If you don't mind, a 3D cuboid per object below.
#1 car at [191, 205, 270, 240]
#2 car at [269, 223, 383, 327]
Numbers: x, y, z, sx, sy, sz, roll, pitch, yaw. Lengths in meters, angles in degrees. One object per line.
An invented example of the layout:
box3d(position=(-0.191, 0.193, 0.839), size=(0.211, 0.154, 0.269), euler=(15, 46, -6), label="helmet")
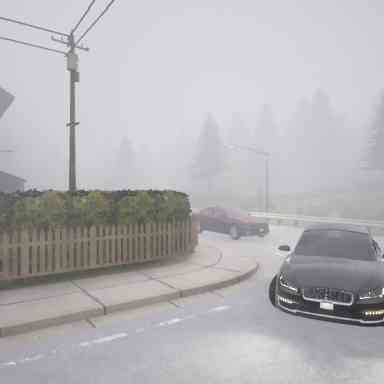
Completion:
box3d(position=(1.861, 1.478, 17.434), size=(1.882, 1.535, 5.008), euler=(0, 0, -33), label="car")
box3d(position=(3.159, 1.505, 7.298), size=(1.837, 1.490, 4.892), euler=(0, 0, 27), label="car")
